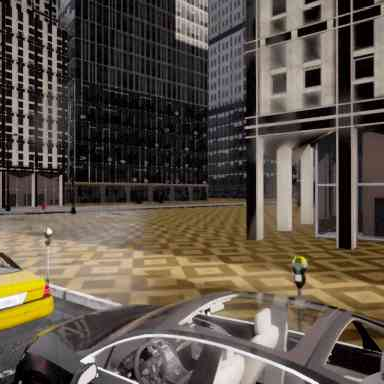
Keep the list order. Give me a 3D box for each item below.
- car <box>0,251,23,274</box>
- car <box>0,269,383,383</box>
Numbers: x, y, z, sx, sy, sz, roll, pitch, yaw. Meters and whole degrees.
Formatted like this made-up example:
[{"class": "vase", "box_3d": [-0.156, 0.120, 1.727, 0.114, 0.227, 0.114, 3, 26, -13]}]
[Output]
[{"class": "car", "box_3d": [-4.480, 1.525, 6.079, 4.829, 1.417, 1.752, 0, 0, 36]}, {"class": "car", "box_3d": [0.273, 1.551, 2.683, 4.403, 1.369, 2.008, 0, 0, 36]}]
